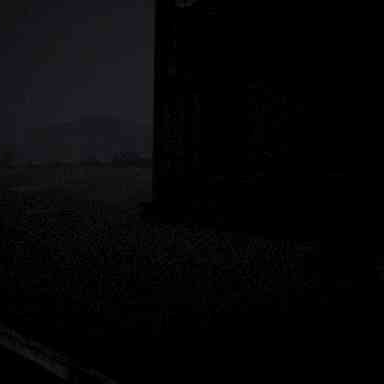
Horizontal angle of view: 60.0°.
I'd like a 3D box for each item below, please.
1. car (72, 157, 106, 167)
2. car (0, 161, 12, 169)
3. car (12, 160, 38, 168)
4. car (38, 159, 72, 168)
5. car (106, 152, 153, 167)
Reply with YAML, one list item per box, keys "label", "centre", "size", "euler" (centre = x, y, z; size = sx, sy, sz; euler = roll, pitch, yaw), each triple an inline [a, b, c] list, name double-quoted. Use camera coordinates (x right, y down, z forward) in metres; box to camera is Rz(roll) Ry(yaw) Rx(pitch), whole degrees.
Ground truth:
- label: "car"
  centre: [-11.455, -3.423, 39.675]
  size: [4.553, 1.767, 2.185]
  euler: [2, 1, 26]
- label: "car"
  centre: [-26.233, -3.622, 47.179]
  size: [4.792, 1.488, 2.163]
  euler: [1, 1, 29]
- label: "car"
  centre: [-21.369, -3.501, 44.573]
  size: [4.674, 1.452, 2.002]
  euler: [1, 1, 28]
- label: "car"
  centre: [-16.537, -3.430, 42.116]
  size: [4.892, 1.521, 2.231]
  euler: [1, 1, 27]
- label: "car"
  centre: [-6.354, -3.395, 37.337]
  size: [5.566, 2.045, 2.435]
  euler: [2, 1, 25]
